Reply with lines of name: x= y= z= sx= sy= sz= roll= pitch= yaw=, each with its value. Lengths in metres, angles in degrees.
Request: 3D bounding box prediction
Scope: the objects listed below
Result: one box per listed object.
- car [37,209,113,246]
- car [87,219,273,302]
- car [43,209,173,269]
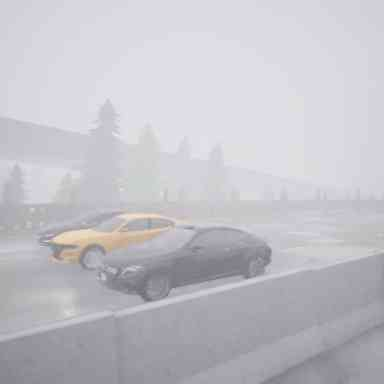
car: x=-3.878 y=1.504 z=14.123 sx=4.892 sy=1.490 sz=1.837 roll=0 pitch=0 yaw=-35
car: x=0.051 y=1.526 z=8.327 sx=4.674 sy=1.442 sz=1.812 roll=0 pitch=0 yaw=-35
car: x=-2.017 y=1.478 z=11.150 sx=5.008 sy=1.535 sz=1.882 roll=0 pitch=0 yaw=-35
